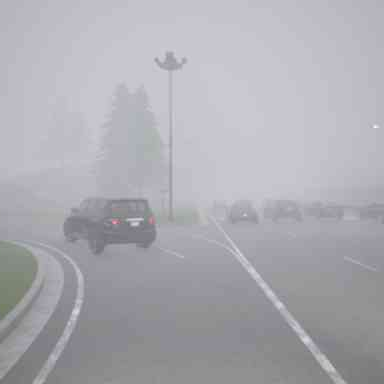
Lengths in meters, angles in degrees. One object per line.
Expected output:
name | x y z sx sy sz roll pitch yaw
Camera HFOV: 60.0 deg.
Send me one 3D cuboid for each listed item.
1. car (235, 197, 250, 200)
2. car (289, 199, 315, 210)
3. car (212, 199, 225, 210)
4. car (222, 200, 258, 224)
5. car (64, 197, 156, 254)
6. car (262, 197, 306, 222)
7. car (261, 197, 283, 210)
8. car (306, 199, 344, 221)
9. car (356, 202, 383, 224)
car | 7.094 1.437 45.966 1.882 1.535 5.008 0 0 0
car | 14.095 1.563 42.878 1.895 1.301 4.718 0 0 0
car | 3.595 1.563 42.876 1.895 1.301 4.718 0 0 0
car | 3.598 1.542 24.620 1.994 1.385 4.181 0 0 0
car | -3.543 1.209 13.759 2.150 2.045 5.566 1 0 -35
car | 7.097 1.329 26.526 2.097 1.767 4.553 0 0 0
car | 10.595 1.466 44.449 1.837 1.490 4.892 0 0 0
car | 10.596 1.468 27.159 2.128 1.511 4.902 0 0 0
car | 14.097 1.483 24.743 1.837 1.490 4.892 0 0 0
